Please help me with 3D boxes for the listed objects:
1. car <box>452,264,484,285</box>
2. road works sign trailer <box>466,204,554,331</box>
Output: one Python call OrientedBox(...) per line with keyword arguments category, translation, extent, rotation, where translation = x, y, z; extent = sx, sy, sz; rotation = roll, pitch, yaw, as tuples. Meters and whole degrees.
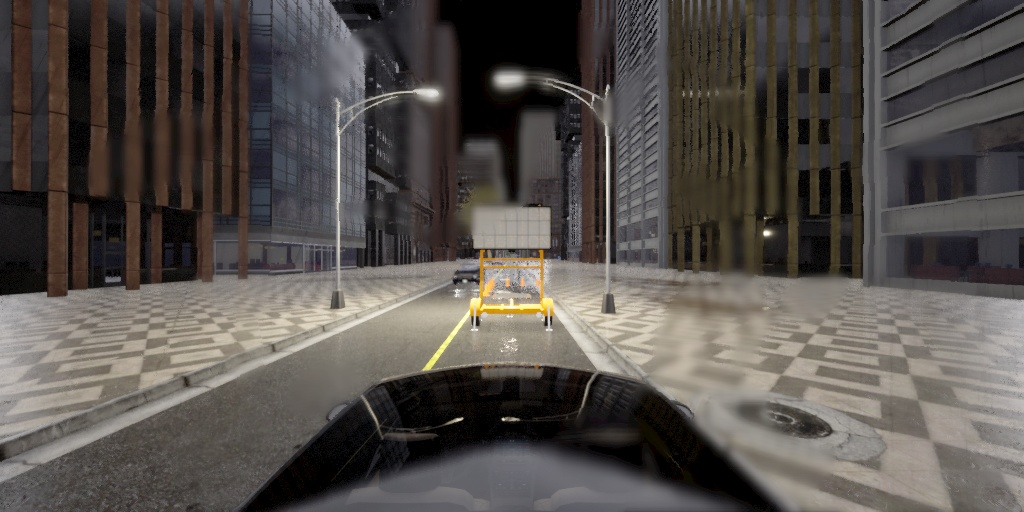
OrientedBox(category="car", translation=(-3.120, 1.302, 26.453), extent=(2.033, 1.411, 5.357), rotation=(0, 0, 0))
OrientedBox(category="road works sign trailer", translation=(-0.007, 0.215, 10.981), extent=(2.380, 3.560, 2.880), rotation=(0, 0, 0))
